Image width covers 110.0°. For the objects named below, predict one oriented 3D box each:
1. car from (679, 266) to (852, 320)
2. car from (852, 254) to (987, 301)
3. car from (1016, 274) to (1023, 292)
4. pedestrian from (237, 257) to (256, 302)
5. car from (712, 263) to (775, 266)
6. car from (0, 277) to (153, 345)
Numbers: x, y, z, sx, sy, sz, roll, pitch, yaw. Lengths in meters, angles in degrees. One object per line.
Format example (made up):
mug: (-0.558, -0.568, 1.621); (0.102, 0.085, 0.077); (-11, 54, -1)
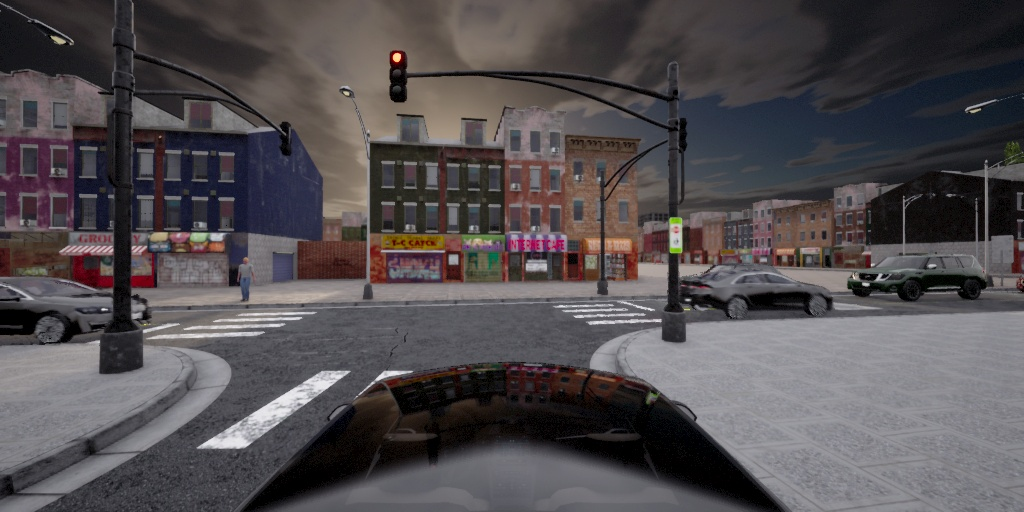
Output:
car: (8.119, 1.210, 12.042); (4.902, 1.511, 2.128); (0, 0, -9)
car: (18.779, 0.928, 16.698); (5.566, 2.045, 2.150); (0, 0, -9)
car: (28.627, 1.034, 18.197); (4.553, 1.767, 2.097); (0, 0, -8)
pedestrian: (-11.105, 0.945, 14.964); (0.375, 1.860, 0.375); (0, 0, -9)
car: (9.178, 1.083, 15.164); (4.553, 1.767, 2.097); (0, 0, -10)
car: (-11.947, 1.266, 8.804); (4.902, 1.511, 2.128); (0, 0, -6)
